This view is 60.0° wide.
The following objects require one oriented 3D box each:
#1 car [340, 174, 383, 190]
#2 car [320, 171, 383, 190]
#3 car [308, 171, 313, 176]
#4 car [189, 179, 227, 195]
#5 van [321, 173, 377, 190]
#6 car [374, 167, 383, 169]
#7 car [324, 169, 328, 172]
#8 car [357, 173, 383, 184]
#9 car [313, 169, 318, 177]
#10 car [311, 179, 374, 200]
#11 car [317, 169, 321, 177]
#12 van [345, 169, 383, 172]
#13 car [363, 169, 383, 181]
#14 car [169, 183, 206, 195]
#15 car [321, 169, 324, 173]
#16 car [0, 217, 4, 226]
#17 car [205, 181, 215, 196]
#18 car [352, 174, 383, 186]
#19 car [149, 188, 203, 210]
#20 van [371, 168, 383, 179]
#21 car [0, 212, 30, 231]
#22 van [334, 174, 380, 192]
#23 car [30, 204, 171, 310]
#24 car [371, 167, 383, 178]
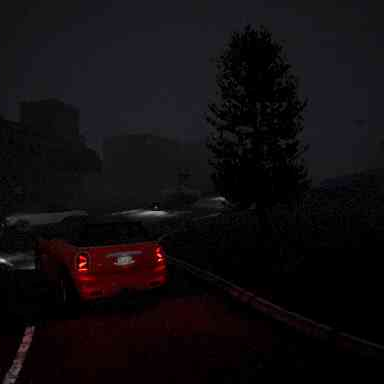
[{"bbox_3d":[20.801,-1.188,40.852,4.553,1.767,2.185,-1,4,16],"label":"car"},{"bbox_3d":[17.273,-0.822,36.002,5.566,2.045,2.435,-1,5,16],"label":"car"},{"bbox_3d":[25.361,-3.958,78.088,4.553,1.767,2.185,-2,4,15],"label":"car"},{"bbox_3d":[2.174,-0.629,44.262,4.553,1.767,2.185,-2,4,14],"label":"car"},{"bbox_3d":[15.655,-0.554,33.556,4.442,1.987,1.878,-1,4,16],"label":"van"},{"bbox_3d":[29.611,-2.543,52.990,5.566,2.045,2.435,-1,4,15],"label":"car"},{"bbox_3d":[31.986,-4.929,87.705,5.566,2.045,2.435,-2,3,15],"label":"car"},{"bbox_3d":[27.878,-2.016,50.563,4.792,1.488,2.163,-1,4,16],"label":"car"},{"bbox_3d":[27.015,-4.054,80.509,5.008,1.535,2.097,-2,4,15],"label":"car"},{"bbox_3d":[13.786,-0.083,31.191,5.008,1.535,2.097,-1,4,16],"label":"car"},{"bbox_3d":[28.674,-4.268,82.916,5.008,1.535,2.097,-2,3,15],"label":"car"},{"bbox_3d":[22.701,-1.535,43.227,4.442,1.987,1.878,-1,4,16],"label":"van"},{"bbox_3d":[33.054,-3.035,57.902,5.566,2.045,2.435,-1,4,15],"label":"car"},{"bbox_3d":[-1.145,0.017,39.415,4.674,1.452,2.002,-2,3,14],"label":"car"},{"bbox_3d":[30.175,-4.476,85.363,5.366,1.575,1.946,-2,3,15],"label":"car"},{"bbox_3d":[-5.453,1.532,7.279,2.033,1.411,5.357,0,0,-28],"label":"car"},{"bbox_3d":[0.533,-0.235,41.844,4.792,1.488,2.163,-2,3,14],"label":"car"},{"bbox_3d":[26.111,-1.798,48.122,4.892,1.521,2.231,-1,5,16],"label":"car"},{"bbox_3d":[-1.523,0.731,29.743,2.033,1.411,5.357,0,4,34],"label":"car"},{"bbox_3d":[36.537,-3.499,62.794,4.442,1.987,1.878,-1,4,15],"label":"van"},{"bbox_3d":[-8.952,1.453,20.046,1.895,1.301,4.718,1,3,44],"label":"car"},{"bbox_3d":[18.951,-1.041,38.444,4.442,1.987,1.878,-1,5,16],"label":"van"},{"bbox_3d":[-2.469,1.342,8.224,2.097,1.767,4.553,0,0,-33],"label":"car"},{"bbox_3d":[39.849,-3.997,67.723,5.566,2.045,2.435,-1,4,15],"label":"car"}]
